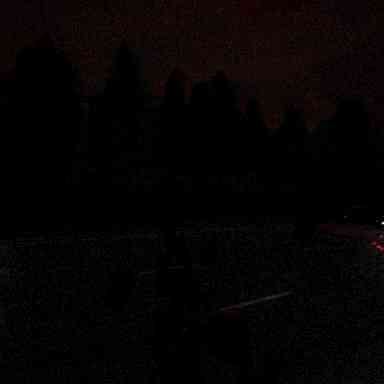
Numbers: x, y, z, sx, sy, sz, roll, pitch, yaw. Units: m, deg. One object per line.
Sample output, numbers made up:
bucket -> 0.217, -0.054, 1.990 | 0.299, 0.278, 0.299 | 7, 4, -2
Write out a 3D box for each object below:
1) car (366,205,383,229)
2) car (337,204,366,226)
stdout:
car -> 13.999, 1.741, 22.304 | 4.892, 1.490, 1.837 | 1, -1, -35
car -> 13.449, 1.731, 26.208 | 5.008, 1.535, 1.882 | 1, 0, -35
